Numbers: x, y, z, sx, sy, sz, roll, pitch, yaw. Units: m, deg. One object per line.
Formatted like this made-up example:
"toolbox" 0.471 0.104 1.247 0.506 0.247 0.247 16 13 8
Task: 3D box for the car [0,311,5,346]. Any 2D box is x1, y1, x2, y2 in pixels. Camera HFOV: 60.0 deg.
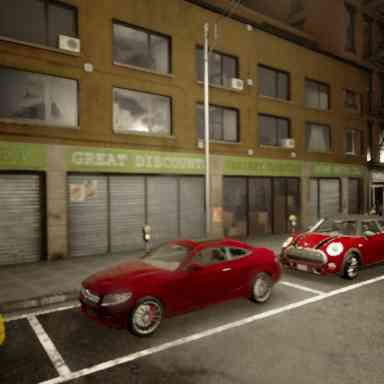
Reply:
"car" -4.626 1.533 3.239 4.829 1.417 1.752 0 0 -36

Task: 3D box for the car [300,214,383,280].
"car" 4.459 1.408 9.727 4.097 1.590 1.967 0 0 -36

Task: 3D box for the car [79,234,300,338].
"car" -0.014 1.569 6.532 4.206 1.307 1.802 0 0 -36
